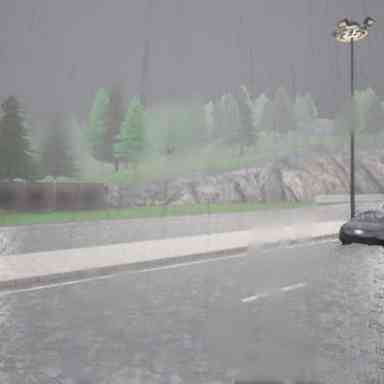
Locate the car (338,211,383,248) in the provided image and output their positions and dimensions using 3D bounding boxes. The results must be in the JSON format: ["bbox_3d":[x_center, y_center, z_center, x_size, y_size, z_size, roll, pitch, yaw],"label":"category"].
[{"bbox_3d":[7.923,1.461,13.711,4.181,1.385,1.994,-1,0,-36],"label":"car"}]
